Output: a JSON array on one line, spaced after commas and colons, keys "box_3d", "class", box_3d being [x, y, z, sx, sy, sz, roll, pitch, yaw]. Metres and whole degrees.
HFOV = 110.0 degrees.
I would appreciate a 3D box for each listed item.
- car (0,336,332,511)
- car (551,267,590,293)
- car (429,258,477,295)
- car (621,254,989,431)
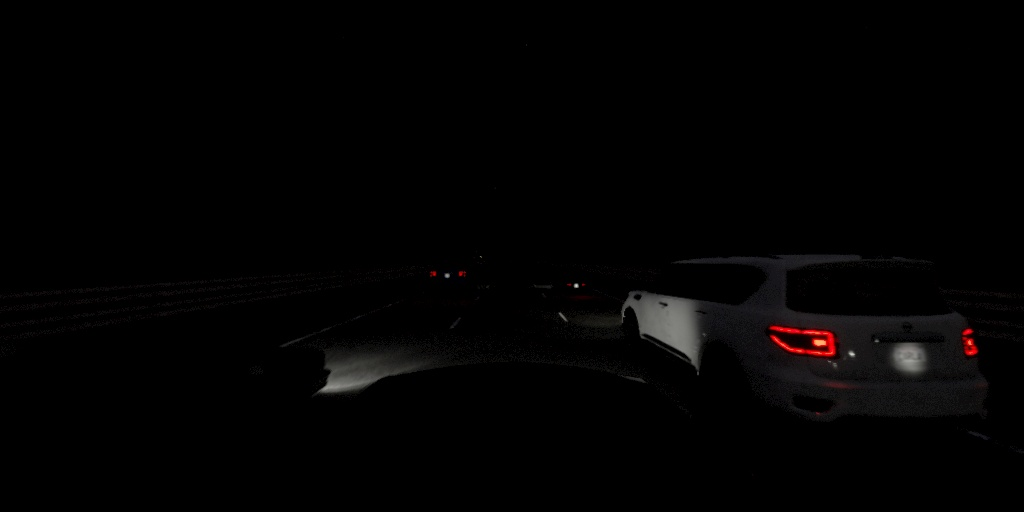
[{"box_3d": [-3.399, 1.304, 2.446, 2.033, 1.411, 5.357, 0, -1, 0], "class": "car"}, {"box_3d": [3.603, 1.438, 22.506, 1.837, 1.490, 4.892, 0, 0, 0], "class": "car"}, {"box_3d": [-3.396, 1.145, 21.472, 2.150, 2.045, 5.566, 0, -1, 0], "class": "car"}, {"box_3d": [3.591, 1.008, 5.942, 2.150, 2.045, 5.566, 0, -1, 0], "class": "car"}]
